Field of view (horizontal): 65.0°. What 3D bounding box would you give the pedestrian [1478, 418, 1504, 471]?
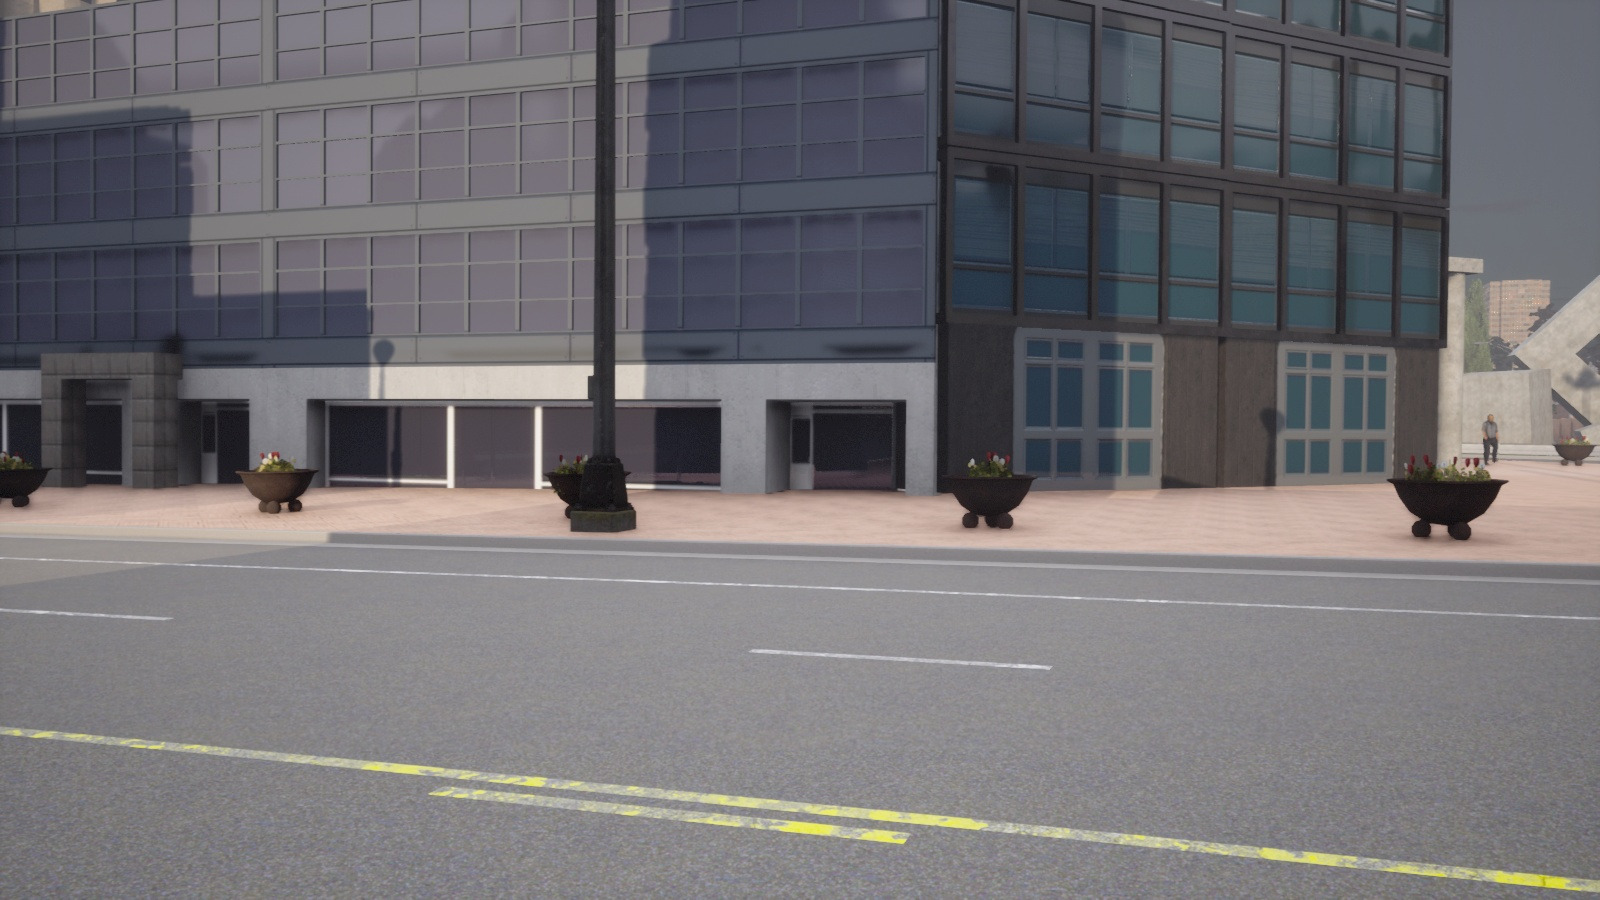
[{"bbox_3d":[24.112,-0.199,43.819,0.540,1.848,0.694,1,1,11],"label":"pedestrian"}]
